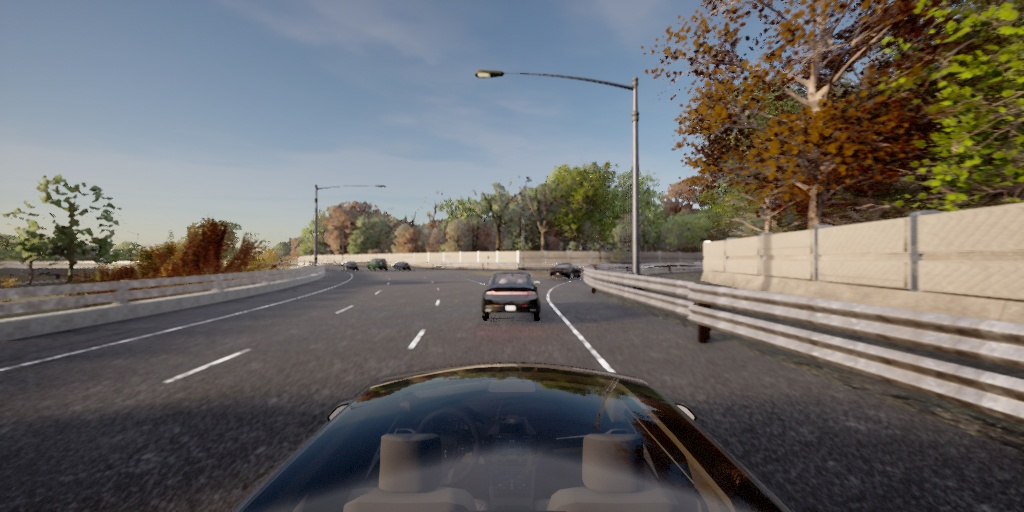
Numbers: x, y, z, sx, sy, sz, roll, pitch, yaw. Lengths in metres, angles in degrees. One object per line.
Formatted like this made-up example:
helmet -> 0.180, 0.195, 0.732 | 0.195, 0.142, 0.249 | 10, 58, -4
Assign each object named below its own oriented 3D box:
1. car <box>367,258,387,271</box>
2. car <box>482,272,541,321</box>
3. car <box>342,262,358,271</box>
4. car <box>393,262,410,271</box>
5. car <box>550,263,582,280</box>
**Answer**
car -> -22.015, 1.389, 58.590 | 2.150, 2.045, 5.566 | 0, -1, -34
car -> 0.018, 1.321, 12.916 | 2.128, 1.511, 4.902 | 0, 0, 1
car -> -26.890, 1.682, 59.440 | 1.837, 1.490, 4.892 | 0, -1, -35
car -> -18.206, 1.672, 59.082 | 1.837, 1.490, 4.892 | 0, -1, -32
car -> 5.249, 1.451, 34.208 | 1.882, 1.535, 5.008 | -1, -1, 28
